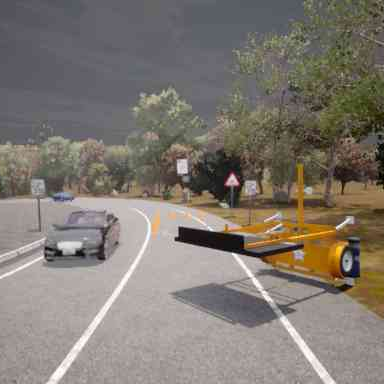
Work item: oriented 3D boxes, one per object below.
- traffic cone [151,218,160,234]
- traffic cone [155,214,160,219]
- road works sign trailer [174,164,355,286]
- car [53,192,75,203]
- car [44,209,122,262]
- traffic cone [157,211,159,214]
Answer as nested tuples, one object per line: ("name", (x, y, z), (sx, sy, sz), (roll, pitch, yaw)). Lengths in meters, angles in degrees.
("traffic cone", (-1.866, 1.751, 16.538), (0.340, 0.580, 0.340), (-1, 2, -4))
("traffic cone", (-2.015, 1.693, 18.533), (0.340, 0.580, 0.340), (-1, 2, -4))
("road works sign trailer", (1.685, 0.774, 7.455), (3.560, 2.880, 2.380), (-1, 1, -39))
("car", (-19.988, 0.796, 51.729), (1.882, 1.535, 5.008), (-6, 3, -44))
("car", (-3.714, 1.412, 11.996), (2.128, 1.511, 4.902), (0, 1, -4))
("traffic cone", (-2.165, 1.635, 20.525), (0.340, 0.580, 0.340), (-1, 2, -4))
